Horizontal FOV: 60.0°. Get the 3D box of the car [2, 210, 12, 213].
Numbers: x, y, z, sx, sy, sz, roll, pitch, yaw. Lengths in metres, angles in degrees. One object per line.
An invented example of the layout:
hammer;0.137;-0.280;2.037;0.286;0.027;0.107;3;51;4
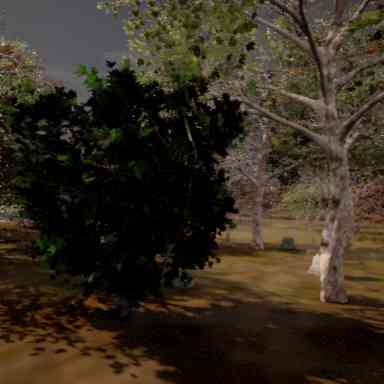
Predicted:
car;-41.646;4.076;78.696;2.435;2.045;5.566;1;1;19
